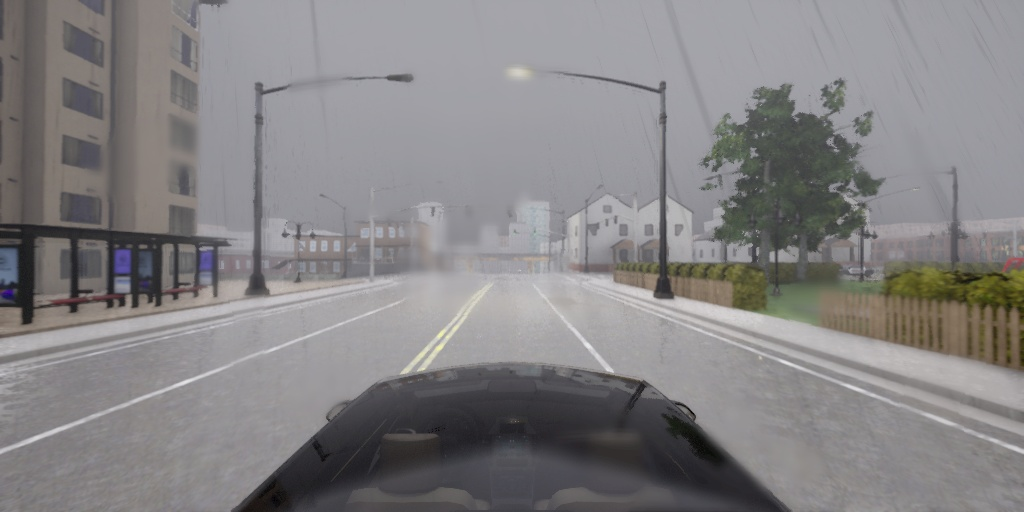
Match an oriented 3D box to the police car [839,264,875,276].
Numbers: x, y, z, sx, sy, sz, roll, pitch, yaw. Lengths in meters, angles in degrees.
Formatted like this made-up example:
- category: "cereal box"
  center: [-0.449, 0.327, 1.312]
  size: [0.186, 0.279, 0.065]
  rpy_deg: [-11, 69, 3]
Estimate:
- category: "police car"
  center: [41.085, 1.722, 43.869]
  size: [4.974, 1.542, 2.038]
  rpy_deg: [0, -1, -1]
